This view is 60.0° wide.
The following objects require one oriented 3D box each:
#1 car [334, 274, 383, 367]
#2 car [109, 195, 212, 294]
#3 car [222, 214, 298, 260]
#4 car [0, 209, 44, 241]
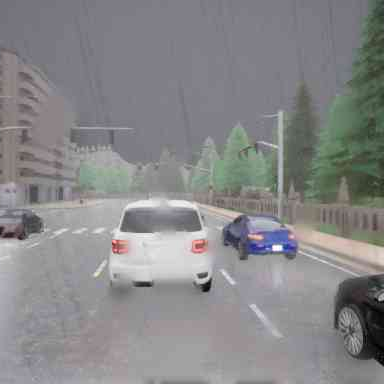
[{"bbox_3d":[3.123,1.492,3.100,2.128,1.511,4.902,0,0,-3],"label":"car"},{"bbox_3d":[-0.798,1.221,8.969,2.150,2.045,5.566,0,0,-5],"label":"car"},{"bbox_3d":[2.348,1.526,12.328,1.812,1.442,4.674,0,0,-6],"label":"car"},{"bbox_3d":[-8.876,1.564,16.496,1.994,1.385,4.181,0,0,-8],"label":"car"}]
